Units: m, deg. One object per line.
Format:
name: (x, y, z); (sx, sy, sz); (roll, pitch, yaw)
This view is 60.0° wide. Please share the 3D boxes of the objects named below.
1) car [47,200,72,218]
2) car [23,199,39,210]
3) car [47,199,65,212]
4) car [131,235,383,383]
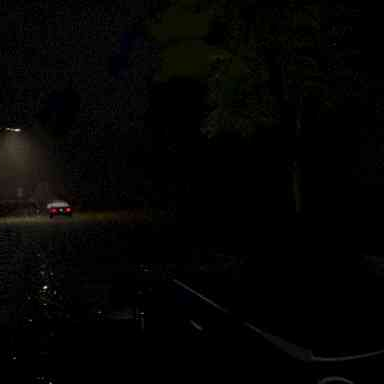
car: (-12.146, 1.587, 30.559); (2.033, 1.411, 5.357); (-1, 0, -24)
car: (-21.945, 1.667, 45.449); (1.895, 1.301, 4.718); (-1, 1, -24)
car: (-16.596, 1.636, 40.379); (1.895, 1.301, 4.718); (-1, 1, -24)
car: (0.721, 1.316, 4.069); (2.097, 1.767, 4.553); (-1, 0, -24)
